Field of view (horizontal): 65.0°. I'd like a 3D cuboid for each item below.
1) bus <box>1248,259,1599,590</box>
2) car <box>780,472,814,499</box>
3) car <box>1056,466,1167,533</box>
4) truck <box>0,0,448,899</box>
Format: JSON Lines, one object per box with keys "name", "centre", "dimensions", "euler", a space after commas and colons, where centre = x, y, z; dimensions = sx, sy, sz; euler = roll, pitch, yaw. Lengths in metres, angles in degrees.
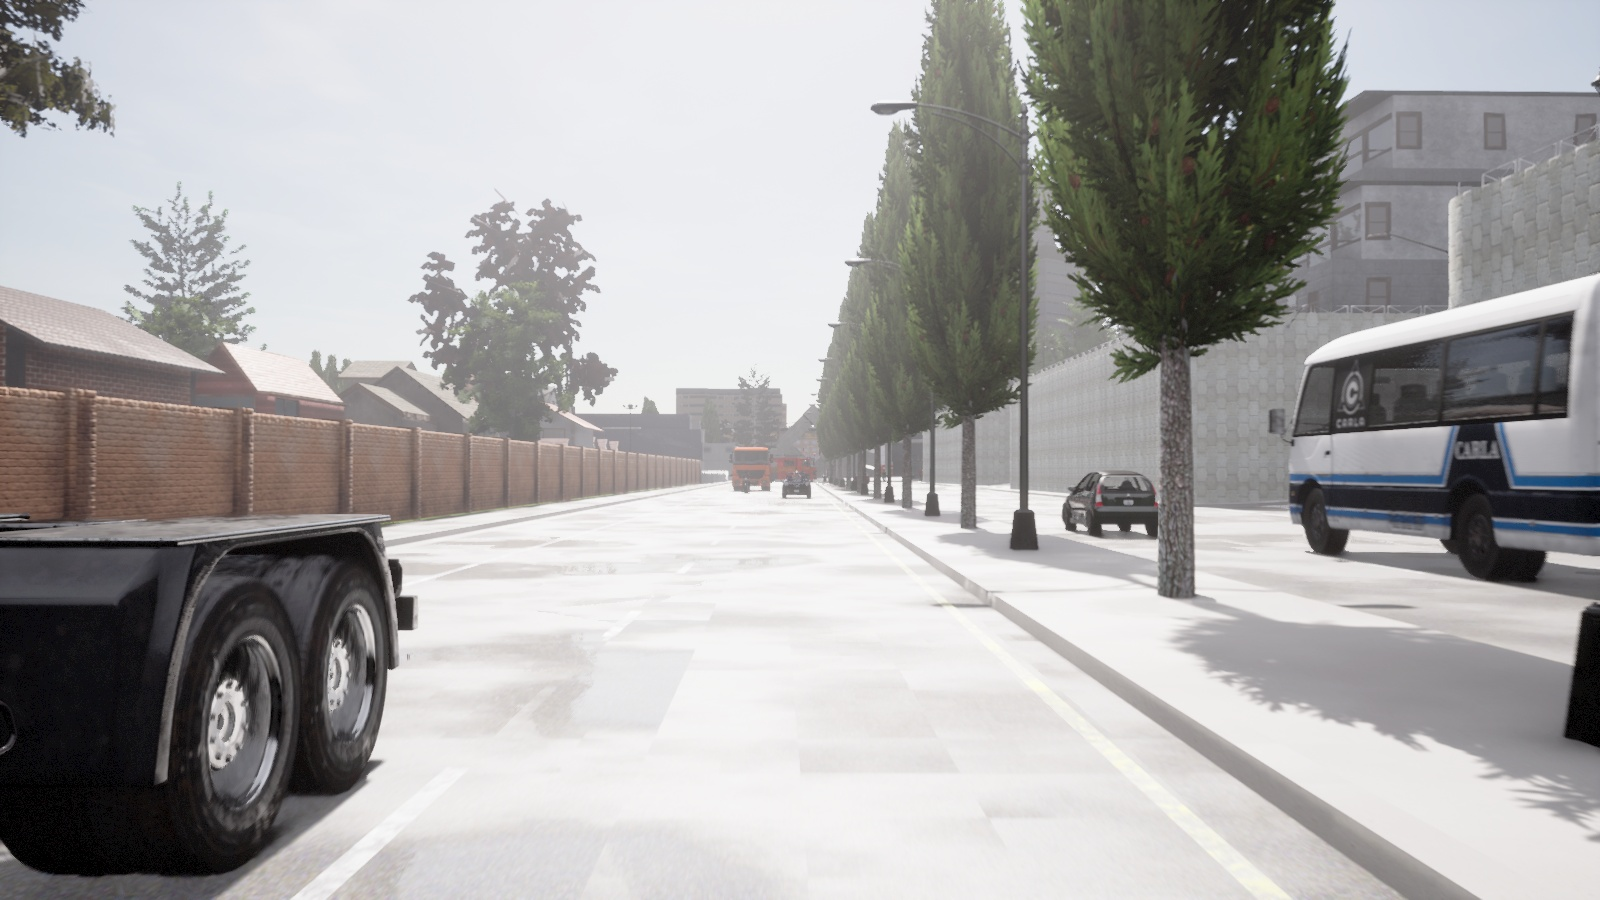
{"name": "bus", "centre": [11.443, -0.251, 21.301], "dimensions": [3.944, 4.253, 10.273], "euler": [0, -1, 0]}
{"name": "car", "centre": [-0.174, 2.032, 71.819], "dimensions": [1.845, 1.501, 3.633], "euler": [0, -1, 0]}
{"name": "car", "centre": [7.921, 1.222, 32.292], "dimensions": [1.851, 1.617, 3.988], "euler": [0, -1, 0]}
{"name": "truck", "centre": [-3.512, -0.096, 3.432], "dimensions": [2.891, 3.462, 7.936], "euler": [0, -1, 0]}
